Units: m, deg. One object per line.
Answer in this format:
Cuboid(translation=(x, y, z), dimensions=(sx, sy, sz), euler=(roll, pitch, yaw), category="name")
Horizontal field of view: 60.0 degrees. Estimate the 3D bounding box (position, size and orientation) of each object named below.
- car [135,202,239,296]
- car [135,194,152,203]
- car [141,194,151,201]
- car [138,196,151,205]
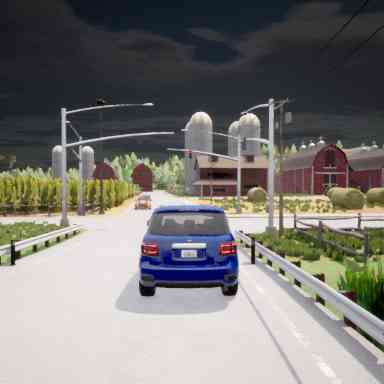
Cuboid(translation=(-0.106, 1.367, 9.096), dimensions=(2.150, 2.045, 5.566), euler=(0, -2, -1), category="car")
Cuboid(translation=(-6.374, 1.345, 43.553), dimensions=(2.097, 1.767, 4.553), euler=(0, 1, -7), category="car")
Cuboid(translation=(-9.487, 1.159, 68.761), dimensions=(1.994, 1.385, 4.181), euler=(0, 1, -7), category="car")
Cuboid(translation=(-7.719, 1.387, 54.287), dimensions=(1.994, 1.385, 4.181), euler=(0, 1, -8), category="car")
